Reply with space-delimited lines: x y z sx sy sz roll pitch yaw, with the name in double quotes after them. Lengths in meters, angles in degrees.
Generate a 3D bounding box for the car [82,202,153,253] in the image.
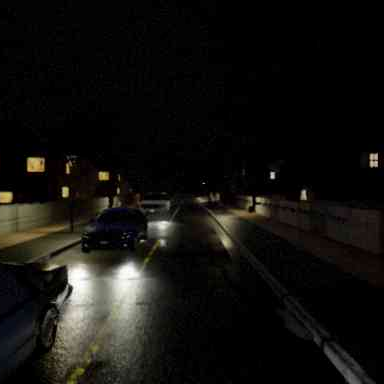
-2.928 1.388 13.508 1.882 1.535 5.008 0 0 0 "car"

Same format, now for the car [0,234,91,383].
-2.865 1.528 3.314 2.033 1.411 5.357 0 0 -1 "car"

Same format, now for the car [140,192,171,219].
-2.961 1.043 27.563 2.150 2.045 5.566 0 0 0 "car"
